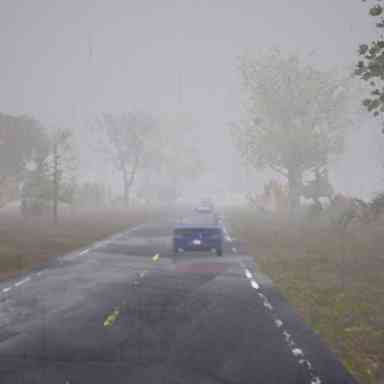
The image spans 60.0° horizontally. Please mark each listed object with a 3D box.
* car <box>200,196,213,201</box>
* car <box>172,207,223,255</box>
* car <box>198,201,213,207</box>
[{"bbox_3d":[2.941,1.889,65.779,2.150,2.045,5.566,0,0,11],"label":"car"},{"bbox_3d":[0.300,1.625,14.136,1.882,1.535,5.008,0,0,3],"label":"car"},{"bbox_3d":[1.157,1.821,28.697,1.812,1.442,4.674,0,0,5],"label":"car"}]
